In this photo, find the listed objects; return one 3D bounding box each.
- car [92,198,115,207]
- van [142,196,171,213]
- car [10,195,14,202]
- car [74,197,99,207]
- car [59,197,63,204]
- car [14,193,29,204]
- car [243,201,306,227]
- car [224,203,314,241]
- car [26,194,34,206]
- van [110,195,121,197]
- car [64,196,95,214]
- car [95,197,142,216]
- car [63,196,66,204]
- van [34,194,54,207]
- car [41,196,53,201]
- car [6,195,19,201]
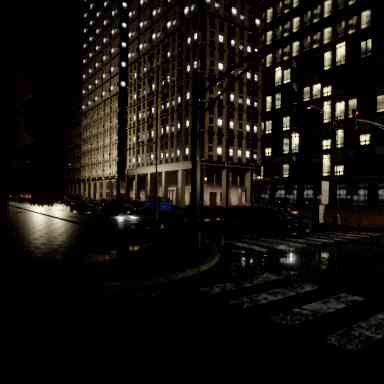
[{"bbox_3d":[-13.766,1.586,51.606,1.947,1.339,4.313,1,-1,-35],"label":"car"},{"bbox_3d":[-3.972,1.382,37.778,1.690,1.788,3.998,1,-1,-35],"label":"van"},{"bbox_3d":[-36.922,1.396,69.818,1.947,1.339,4.313,1,-1,-35],"label":"car"},{"bbox_3d":[-16.014,1.517,50.296,2.033,1.411,5.357,1,-1,-36],"label":"car"},{"bbox_3d":[-22.142,1.464,58.951,1.837,1.490,4.892,1,-1,-35],"label":"car"},{"bbox_3d":[-30.391,1.155,60.600,2.192,1.841,5.009,1,-1,-35],"label":"car"},{"bbox_3d":[5.817,1.505,23.945,1.967,1.590,4.097,1,-1,-35],"label":"car"},{"bbox_3d":[3.717,1.438,16.881,1.882,1.535,5.008,1,0,-35],"label":"car"},{"bbox_3d":[-23.869,1.432,51.376,1.802,1.307,4.206,1,-1,-35],"label":"car"},{"bbox_3d":[-10.498,1.368,46.999,1.690,1.788,3.998,1,-1,-35],"label":"van"},{"bbox_3d":[-10.815,1.427,32.935,2.008,1.369,4.403,1,-1,-35],"label":"car"},{"bbox_3d":[-7.277,1.478,32.423,2.033,1.411,5.357,1,-1,-35],"label":"car"},{"bbox_3d":[-14.700,1.267,42.966,2.097,1.767,4.553,1,-1,-35],"label":"car"},{"bbox_3d":[-20.601,1.197,46.768,1.690,1.788,3.998,1,-1,-35],"label":"van"},{"bbox_3d":[-36.611,1.570,83.879,1.802,1.307,4.206,1,-1,-35],"label":"car"},{"bbox_3d":[-40.185,1.378,74.429,2.008,1.369,4.403,1,-1,-35],"label":"car"}]
